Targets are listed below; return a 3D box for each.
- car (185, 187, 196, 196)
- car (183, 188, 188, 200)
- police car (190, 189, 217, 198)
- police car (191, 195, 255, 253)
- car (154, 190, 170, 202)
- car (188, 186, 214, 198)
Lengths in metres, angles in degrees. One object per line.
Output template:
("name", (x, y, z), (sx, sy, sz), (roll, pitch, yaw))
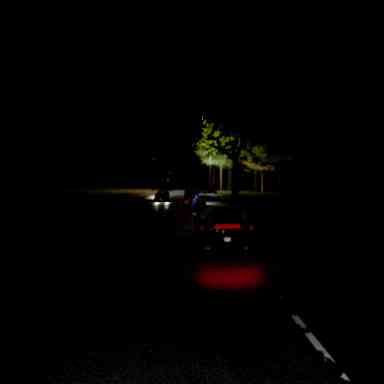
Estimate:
("car", (-0.391, -0.126, 63.409), (2.033, 1.411, 5.357), (0, 2, -1))
("car", (-0.188, 0.258, 47.807), (2.128, 1.511, 4.902), (0, 2, 0))
("police car", (1.021, 0.884, 22.420), (1.930, 1.638, 5.238), (0, 1, 0))
("police car", (1.047, 1.133, 12.417), (1.930, 1.638, 5.238), (0, 1, 0))
("car", (-3.749, 0.463, 42.467), (2.033, 1.411, 5.357), (0, 2, 0))
("car", (0.995, 0.528, 28.336), (2.150, 2.045, 5.566), (0, 2, 0))
